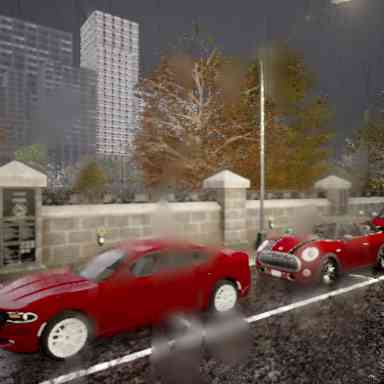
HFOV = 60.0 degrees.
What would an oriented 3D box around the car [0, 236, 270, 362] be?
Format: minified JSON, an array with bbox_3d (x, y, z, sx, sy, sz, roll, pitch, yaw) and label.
[{"bbox_3d":[-0.929,1.539,5.896,4.507,1.381,1.887,0,0,-36],"label":"car"}]

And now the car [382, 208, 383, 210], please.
[{"bbox_3d":[8.233,1.293,12.440,5.009,1.841,2.192,0,0,-36],"label":"car"}]

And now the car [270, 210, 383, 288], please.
[{"bbox_3d":[3.651,1.426,9.166,4.097,1.590,1.967,0,0,-36],"label":"car"}]
